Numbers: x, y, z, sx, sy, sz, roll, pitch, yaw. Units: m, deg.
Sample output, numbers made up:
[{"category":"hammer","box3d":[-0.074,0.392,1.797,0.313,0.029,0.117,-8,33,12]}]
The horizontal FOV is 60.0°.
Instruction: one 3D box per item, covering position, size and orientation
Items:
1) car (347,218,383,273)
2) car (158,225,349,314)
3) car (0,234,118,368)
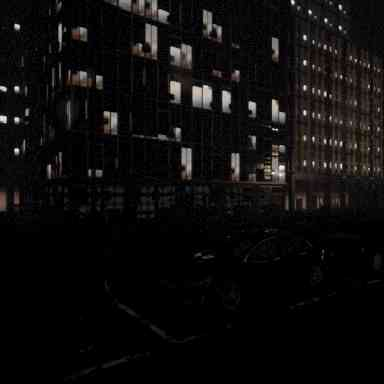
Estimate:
[{"category":"car","box3d":[5.838,1.545,10.724,4.507,1.381,1.887,0,0,-35]},{"category":"car","box3d":[1.333,1.551,7.511,4.403,1.369,2.008,0,0,-35]},{"category":"car","box3d":[-3.170,1.440,4.300,4.097,1.590,1.967,0,0,-35]}]
